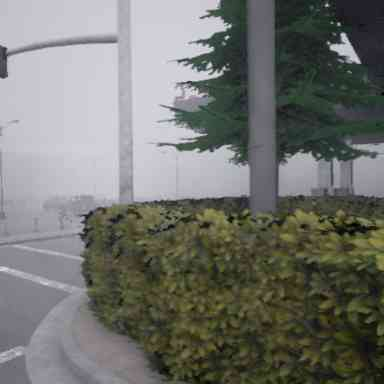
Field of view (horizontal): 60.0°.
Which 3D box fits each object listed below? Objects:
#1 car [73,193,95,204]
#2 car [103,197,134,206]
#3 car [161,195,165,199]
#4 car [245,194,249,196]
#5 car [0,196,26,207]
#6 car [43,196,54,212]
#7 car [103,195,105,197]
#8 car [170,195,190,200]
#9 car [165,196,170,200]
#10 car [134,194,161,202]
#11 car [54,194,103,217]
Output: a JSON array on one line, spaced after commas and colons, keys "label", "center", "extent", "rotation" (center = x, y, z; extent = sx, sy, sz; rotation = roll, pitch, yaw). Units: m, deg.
[{"label": "car", "center": [-19.868, 1.233, 60.985], "extent": [3.866, 1.878, 1.905], "rotation": [-1, 0, 35]}, {"label": "car", "center": [-8.072, 1.494, 33.013], "extent": [3.806, 1.475, 1.970], "rotation": [-1, 0, 35]}, {"label": "car", "center": [-7.590, 1.298, 78.626], "extent": [3.633, 1.501, 1.845], "rotation": [-1, 0, 35]}, {"label": "car", "center": [11.809, 1.091, 60.909], "extent": [5.027, 1.636, 2.152], "rotation": [-1, 0, 35]}, {"label": "car", "center": [-27.308, 1.449, 50.578], "extent": [5.027, 1.636, 2.152], "rotation": [-1, 0, 35]}, {"label": "car", "center": [-14.994, 1.295, 37.913], "extent": [4.605, 1.855, 1.932], "rotation": [-1, 0, 35]}, {"label": "car", "center": [-18.513, 1.225, 63.588], "extent": [4.605, 1.855, 1.932], "rotation": [-1, 0, 35]}, {"label": "car", "center": [-1.322, 1.267, 55.737], "extent": [3.633, 1.501, 1.845], "rotation": [-1, 0, 35]}, {"label": "car", "center": [-3.287, 1.284, 71.886], "extent": [3.806, 1.475, 1.970], "rotation": [-1, 0, 35]}, {"label": "car", "center": [-7.168, 1.355, 47.633], "extent": [4.514, 1.523, 2.007], "rotation": [-1, 0, 35]}, {"label": "car", "center": [-10.506, 1.251, 30.663], "extent": [3.866, 1.878, 1.905], "rotation": [-1, 0, 35]}]
